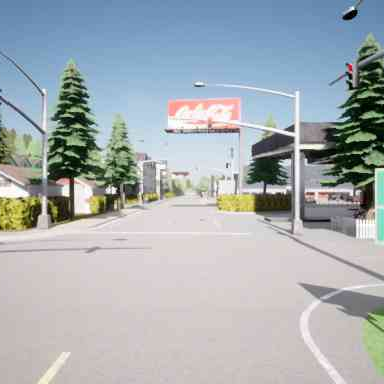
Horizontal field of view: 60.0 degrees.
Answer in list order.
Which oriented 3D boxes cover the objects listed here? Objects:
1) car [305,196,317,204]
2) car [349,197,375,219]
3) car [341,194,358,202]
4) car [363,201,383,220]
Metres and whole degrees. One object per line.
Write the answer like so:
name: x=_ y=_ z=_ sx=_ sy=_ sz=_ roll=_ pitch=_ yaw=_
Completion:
car: x=22.470 y=1.552 z=64.069 sx=1.970 sy=1.475 sz=3.806 roll=0 pitch=0 yaw=0
car: x=14.356 y=1.504 z=24.998 sx=3.866 sy=1.878 sz=1.905 roll=0 pitch=0 yaw=0
car: x=34.870 y=1.489 z=71.866 sx=2.007 sy=1.523 sz=4.514 roll=0 pitch=0 yaw=0
car: x=18.679 y=1.671 z=30.670 sx=4.611 sy=1.667 sz=2.242 roll=0 pitch=0 yaw=0
